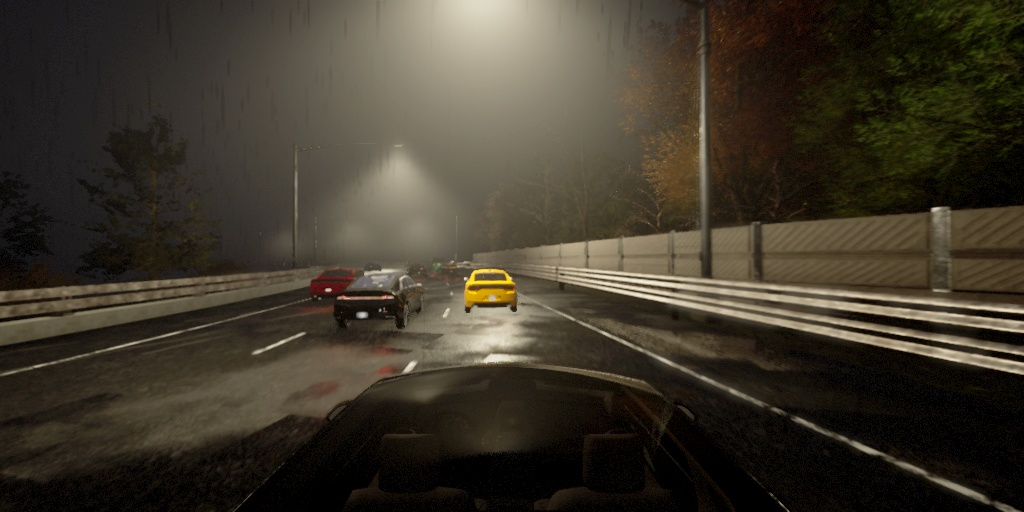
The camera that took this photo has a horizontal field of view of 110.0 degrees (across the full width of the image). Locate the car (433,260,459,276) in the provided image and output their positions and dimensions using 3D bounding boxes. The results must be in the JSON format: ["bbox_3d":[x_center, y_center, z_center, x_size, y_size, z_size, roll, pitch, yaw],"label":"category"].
[{"bbox_3d":[-7.265,1.473,40.569,2.128,1.511,4.902,0,0,-20],"label":"car"}]

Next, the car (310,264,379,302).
[{"bbox_3d":[-8.416,1.352,18.150,1.882,1.535,5.008,0,0,-9],"label":"car"}]

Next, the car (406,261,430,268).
[{"bbox_3d":[-10.492,1.497,39.502,1.837,1.490,4.892,0,0,-20],"label":"car"}]

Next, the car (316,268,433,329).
[{"bbox_3d":[-4.050,1.311,11.593,2.128,1.511,4.902,0,0,-5],"label":"car"}]

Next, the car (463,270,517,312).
[{"bbox_3d":[-0.958,1.298,14.746,1.882,1.535,5.008,0,0,-7],"label":"car"}]

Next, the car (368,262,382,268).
[{"bbox_3d":[-20.614,1.637,53.252,1.812,1.442,4.674,0,0,-32],"label":"car"}]

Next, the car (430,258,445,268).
[{"bbox_3d":[-10.177,1.258,48.641,2.150,2.045,5.566,0,0,-19],"label":"car"}]
